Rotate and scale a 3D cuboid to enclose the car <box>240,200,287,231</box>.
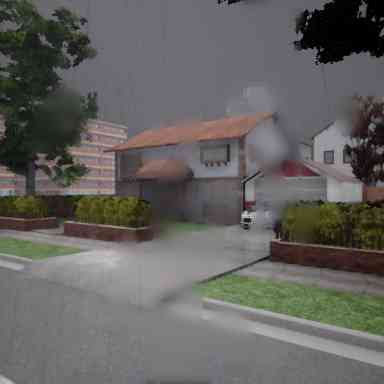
[{"bbox_3d":[4.101,1.168,17.378,1.970,1.475,3.806,0,0,36],"label":"car"}]
